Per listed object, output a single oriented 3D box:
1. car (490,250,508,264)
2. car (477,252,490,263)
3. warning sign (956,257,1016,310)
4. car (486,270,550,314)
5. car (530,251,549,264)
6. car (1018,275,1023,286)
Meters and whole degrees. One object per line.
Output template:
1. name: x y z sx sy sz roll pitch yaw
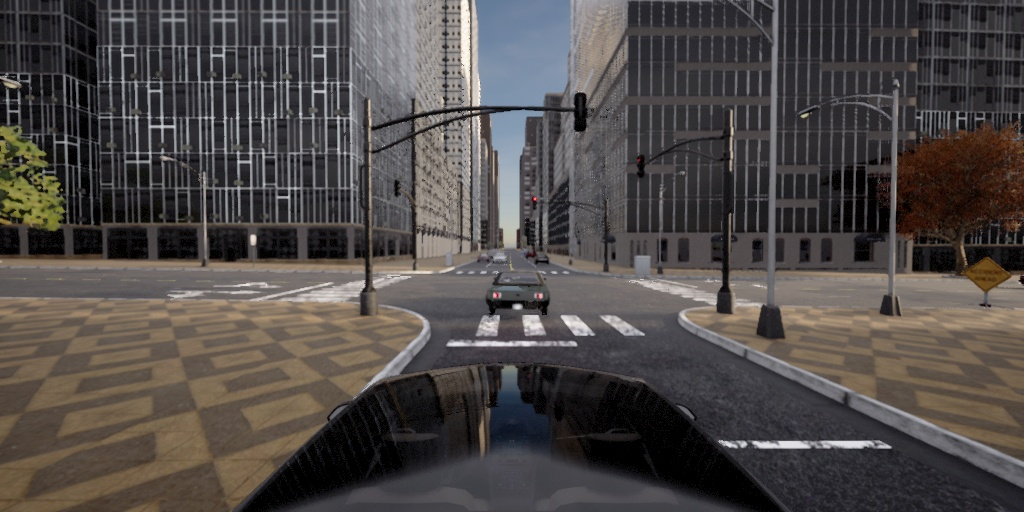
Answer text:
1. car: -1.608 0.299 47.701 1.812 1.442 4.674 0 1 0
2. car: -4.119 0.254 52.318 1.802 1.307 4.207 0 0 0
3. warning sign: 17.257 0.960 13.075 1.060 1.860 1.300 0 0 -3
4. car: 0.265 1.138 12.547 1.895 1.301 4.718 1 1 2
5. car: 3.845 0.358 46.842 1.948 1.339 4.313 0 0 0
6. car: 36.472 1.565 23.452 4.718 1.301 1.895 1 1 -3
